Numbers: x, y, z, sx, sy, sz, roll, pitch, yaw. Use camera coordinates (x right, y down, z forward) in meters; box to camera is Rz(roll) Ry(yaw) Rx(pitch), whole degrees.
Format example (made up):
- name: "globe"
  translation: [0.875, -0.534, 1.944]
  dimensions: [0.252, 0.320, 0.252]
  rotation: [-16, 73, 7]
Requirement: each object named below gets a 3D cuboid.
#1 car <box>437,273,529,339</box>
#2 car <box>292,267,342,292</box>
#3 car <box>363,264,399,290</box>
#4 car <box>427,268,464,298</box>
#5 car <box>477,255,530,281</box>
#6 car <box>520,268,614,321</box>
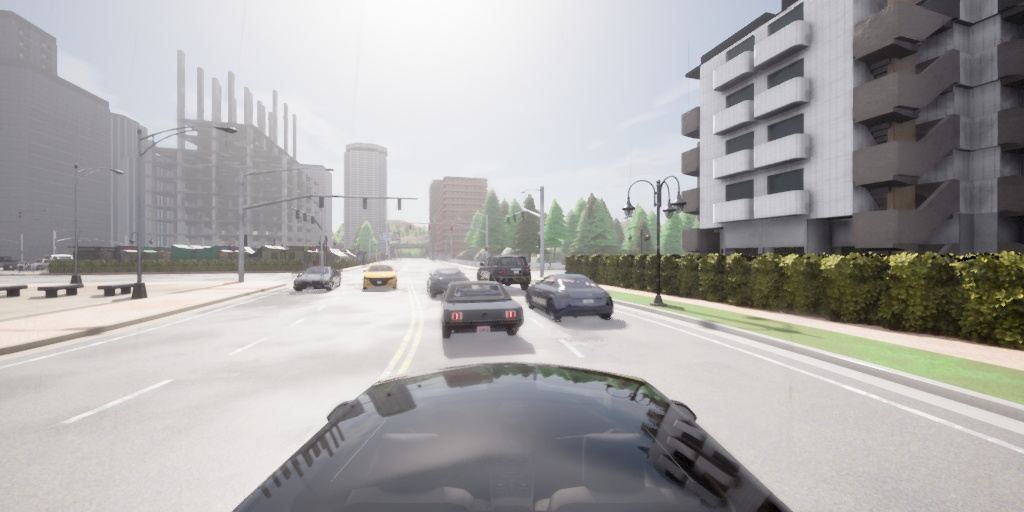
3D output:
- name: "car"
  translation: [-1.080, 1.351, 10.175]
  dimensions: [1.895, 1.301, 4.718]
  rotation: [0, 0, -12]
- name: "car"
  translation: [-11.649, 1.353, 21.842]
  dimensions: [2.033, 1.411, 5.357]
  rotation: [0, 0, -17]
- name: "car"
  translation: [-8.227, 1.231, 22.614]
  dimensions: [1.882, 1.535, 5.008]
  rotation: [0, 0, -17]
- name: "car"
  translation: [-3.327, 1.314, 18.642]
  dimensions: [1.994, 1.385, 4.181]
  rotation: [0, 0, -16]
- name: "car"
  translation: [-0.603, 0.971, 21.910]
  dimensions: [2.150, 2.045, 5.566]
  rotation: [0, 0, -18]
- name: "car"
  translation: [1.849, 1.314, 12.587]
  dimensions: [1.994, 1.385, 4.181]
  rotation: [0, 0, -12]
